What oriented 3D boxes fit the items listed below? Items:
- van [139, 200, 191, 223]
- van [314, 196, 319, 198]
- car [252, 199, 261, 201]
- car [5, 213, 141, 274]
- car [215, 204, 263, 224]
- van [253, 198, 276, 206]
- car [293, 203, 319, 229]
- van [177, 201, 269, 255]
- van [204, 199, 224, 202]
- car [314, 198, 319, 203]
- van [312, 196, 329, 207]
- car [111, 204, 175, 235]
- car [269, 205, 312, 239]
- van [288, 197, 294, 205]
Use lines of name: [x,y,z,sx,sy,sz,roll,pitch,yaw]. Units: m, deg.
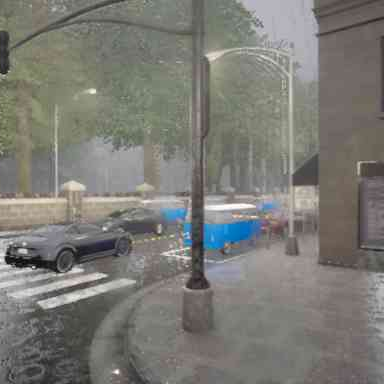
van: [-2.137,1.442,23.122,1.690,1.788,3.998,0,0,36]
van: [17.954,1.551,50.485,1.690,1.788,3.998,0,0,36]
car: [4.561,1.687,32.241,1.887,1.381,4.507,0,0,36]
car: [-3.784,1.612,10.959,1.994,1.385,4.181,0,-1,25]
car: [3.899,1.724,26.995,1.895,1.301,4.718,0,0,36]
van: [7.909,1.502,36.803,1.690,1.788,3.998,0,0,36]
car: [8.091,1.677,22.645,1.947,1.339,4.313,0,0,36]
van: [1.391,1.409,13.522,1.690,1.788,3.998,0,0,36]
van: [1.212,1.463,27.682,1.690,1.788,3.998,0,0,36]
car: [14.997,1.784,42.010,1.895,1.301,4.718,0,0,37]
van: [21.303,1.564,55.045,1.690,1.788,3.998,0,0,36]
car: [-3.257,1.582,17.268,1.837,1.490,4.892,0,0,35]
car: [4.742,1.635,18.083,1.887,1.381,4.507,0,0,36]
van: [14.606,1.536,45.924,1.690,1.788,3.998,0,0,36]
